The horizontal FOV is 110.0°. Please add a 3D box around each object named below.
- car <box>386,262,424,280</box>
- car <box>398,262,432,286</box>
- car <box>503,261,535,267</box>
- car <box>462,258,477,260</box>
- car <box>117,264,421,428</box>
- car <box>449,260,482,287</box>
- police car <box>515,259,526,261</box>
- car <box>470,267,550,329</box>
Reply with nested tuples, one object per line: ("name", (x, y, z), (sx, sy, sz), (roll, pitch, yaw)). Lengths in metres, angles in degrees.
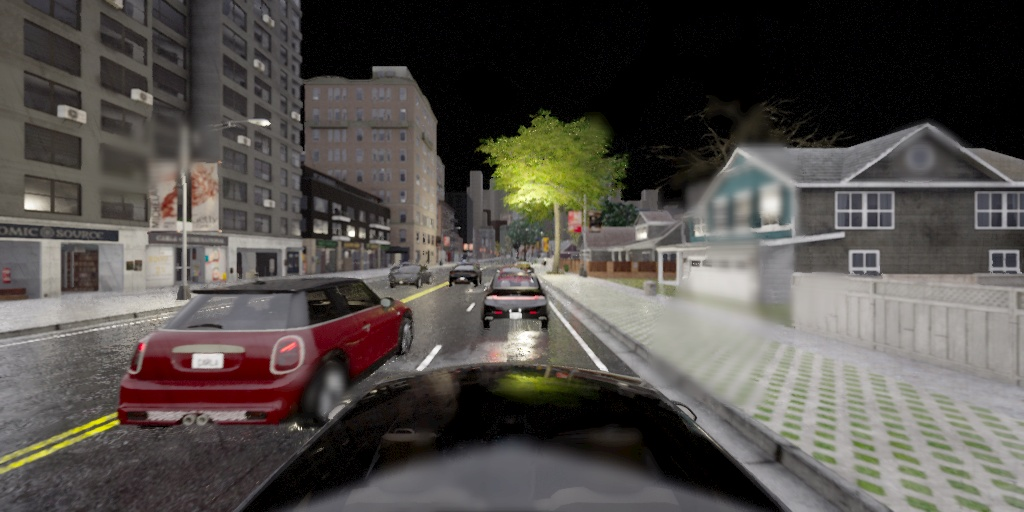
("car", (-9.847, 1.304, 33.478), (2.128, 1.511, 4.902), (0, 0, 0))
("car", (-6.598, 1.303, 23.762), (1.837, 1.490, 4.892), (0, 0, 0))
("car", (0.101, 1.271, 21.135), (1.882, 1.535, 5.008), (0, 0, 0))
("car", (-6.572, 1.199, 59.295), (2.097, 1.767, 4.553), (0, 0, 0))
("car", (-3.150, 1.112, 5.834), (2.097, 1.767, 4.553), (0, 0, 0))
("car", (-3.148, 1.278, 25.089), (1.882, 1.535, 5.008), (0, 0, 0))
("police car", (0.977, 1.235, 31.643), (1.930, 1.638, 5.238), (0, 0, 0))
("car", (0.100, 1.265, 11.308), (2.128, 1.511, 4.902), (0, 0, 0))
